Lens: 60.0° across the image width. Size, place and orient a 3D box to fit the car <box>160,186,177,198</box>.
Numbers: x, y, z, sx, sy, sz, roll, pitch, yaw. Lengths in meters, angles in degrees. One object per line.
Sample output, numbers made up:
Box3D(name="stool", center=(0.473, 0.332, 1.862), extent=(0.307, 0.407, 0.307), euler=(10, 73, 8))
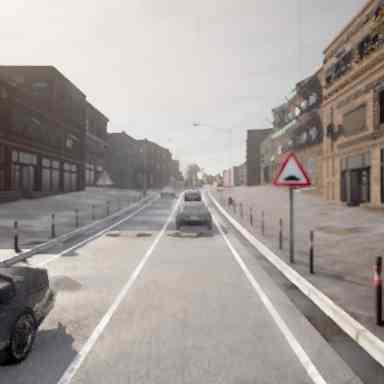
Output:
Box3D(name="car", center=(-3.076, -0.005, 43.391), extent=(1.812, 1.442, 4.674), euler=(0, 3, 0))

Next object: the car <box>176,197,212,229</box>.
Box3D(name="car", center=(0.095, 1.239, 19.159), extent=(1.994, 1.385, 4.181), euler=(0, 1, 0))

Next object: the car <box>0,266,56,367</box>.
Box3D(name="car", center=(-3.098, 1.537, 3.039), extent=(2.033, 1.411, 5.357), euler=(0, 0, 0))

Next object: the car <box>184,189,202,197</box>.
Box3D(name="car", center=(0.087, 0.365, 36.694), extent=(2.128, 1.511, 4.902), euler=(0, 3, 0))
